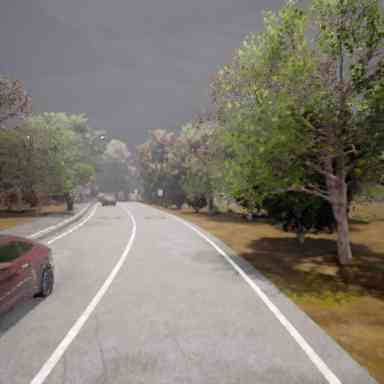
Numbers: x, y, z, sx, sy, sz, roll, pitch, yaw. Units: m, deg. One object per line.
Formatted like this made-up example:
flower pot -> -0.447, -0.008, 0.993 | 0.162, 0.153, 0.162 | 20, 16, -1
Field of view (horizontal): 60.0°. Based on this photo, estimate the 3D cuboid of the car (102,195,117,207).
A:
car -> -11.647, 1.231, 46.837 | 1.882, 1.535, 5.008 | 1, 0, -14

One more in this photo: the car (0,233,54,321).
car -> -3.871, 1.508, 5.708 | 1.812, 1.442, 4.674 | 0, 0, -4
